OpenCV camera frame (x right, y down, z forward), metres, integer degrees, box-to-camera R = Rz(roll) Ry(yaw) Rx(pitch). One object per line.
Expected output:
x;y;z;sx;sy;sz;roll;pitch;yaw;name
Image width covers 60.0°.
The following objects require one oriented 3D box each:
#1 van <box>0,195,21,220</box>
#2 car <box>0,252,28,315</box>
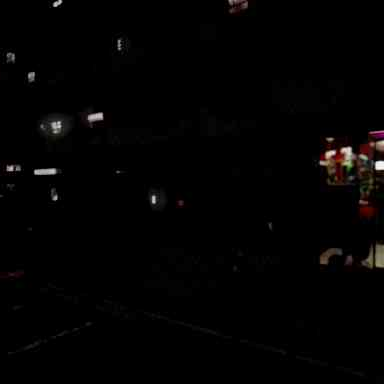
-12.458;1.162;25.322;1.690;1.788;3.998;1;1;35;van
-4.960;1.546;6.407;4.507;1.381;1.887;0;0;36;car
